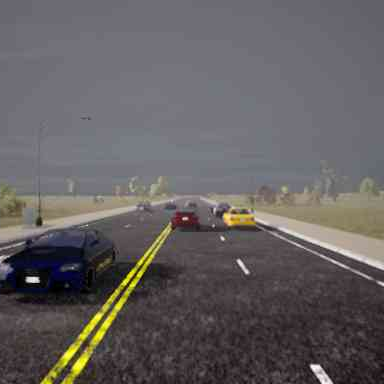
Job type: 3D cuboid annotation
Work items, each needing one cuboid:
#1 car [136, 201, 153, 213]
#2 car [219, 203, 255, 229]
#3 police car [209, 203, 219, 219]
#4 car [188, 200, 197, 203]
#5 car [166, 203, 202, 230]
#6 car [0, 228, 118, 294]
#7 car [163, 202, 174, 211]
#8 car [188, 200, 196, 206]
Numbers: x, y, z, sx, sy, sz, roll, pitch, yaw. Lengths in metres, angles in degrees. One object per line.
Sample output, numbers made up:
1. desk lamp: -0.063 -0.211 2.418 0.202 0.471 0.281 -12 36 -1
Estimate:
1. car: -6.585 2.061 46.138 2.128 1.511 4.902 0 -1 0
2. car: 3.256 1.759 23.954 1.801 1.575 5.366 0 -1 0
3. police car: 3.259 1.940 34.763 2.038 1.542 4.974 0 -1 0
4. car: 0.070 2.294 61.333 2.033 1.411 5.357 0 -1 1
5. car: -0.372 1.806 23.932 2.163 1.488 4.792 0 -1 2
6. car: -3.348 1.679 8.974 1.994 1.385 4.181 0 -1 0
7. car: -3.326 2.198 51.604 1.994 1.385 4.181 0 -1 0
8. car: 0.019 2.523 77.393 1.895 1.301 4.718 0 -1 0
